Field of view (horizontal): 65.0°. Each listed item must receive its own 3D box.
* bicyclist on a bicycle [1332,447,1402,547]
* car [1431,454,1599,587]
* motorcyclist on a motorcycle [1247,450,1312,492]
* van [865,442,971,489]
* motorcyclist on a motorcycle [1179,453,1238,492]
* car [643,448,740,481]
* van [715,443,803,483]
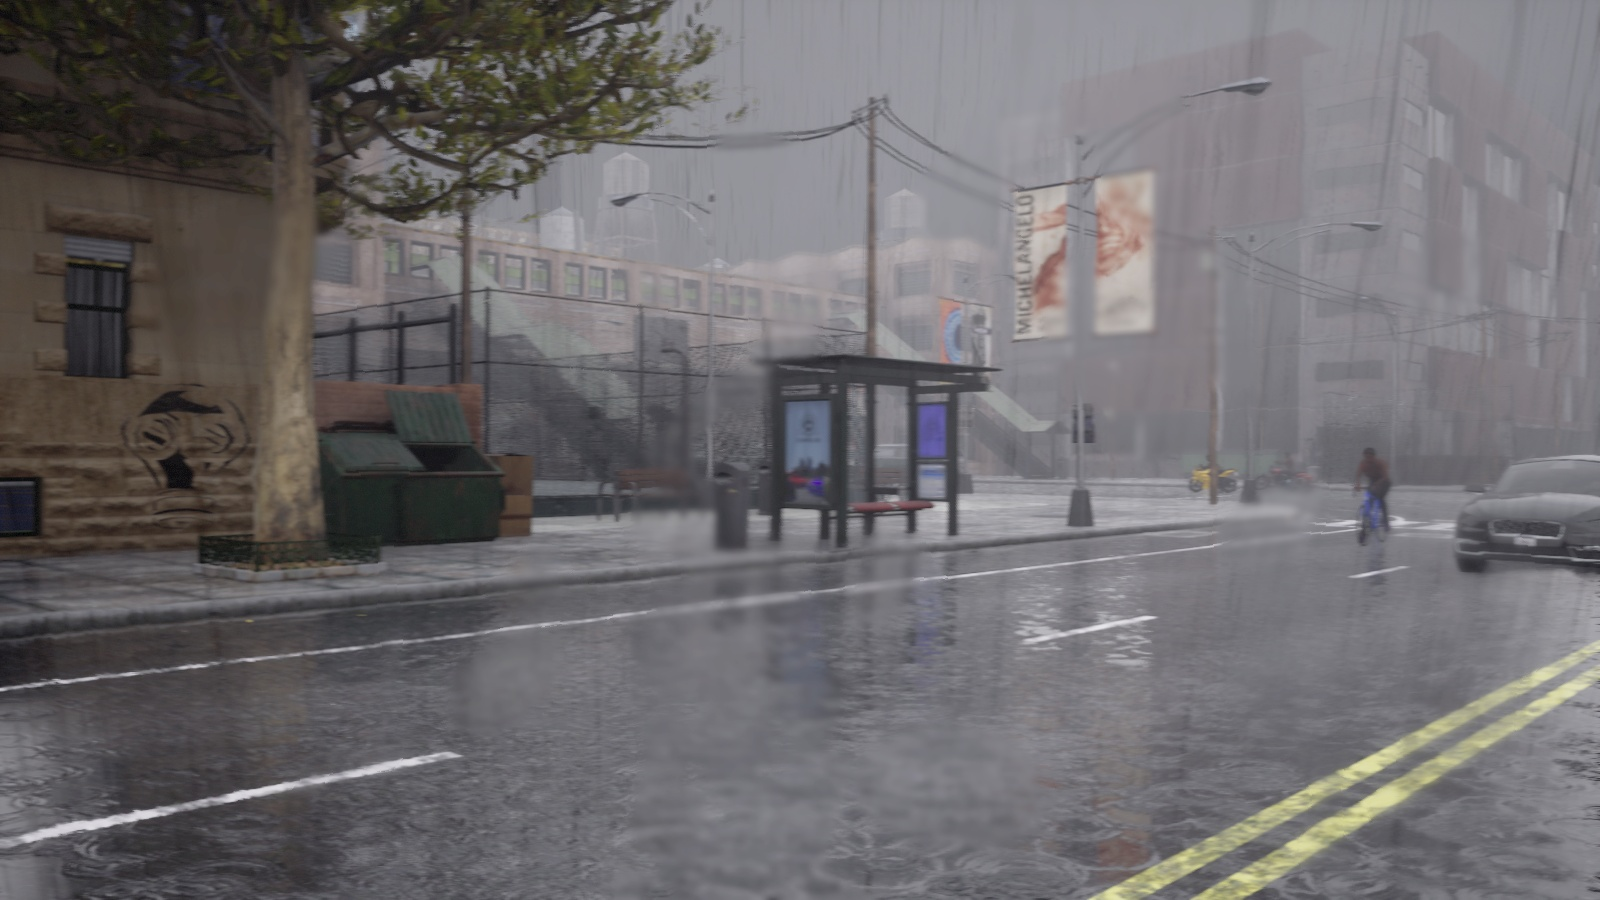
[{"bbox_3d":[9.548,0.760,21.107,0.582,1.620,1.656,0,0,42],"label":"bicyclist on a bicycle"},{"bbox_3d":[9.981,0.797,16.398,1.837,1.490,4.892,0,0,42],"label":"car"},{"bbox_3d":[19.427,0.847,50.878,2.350,1.649,0.766,0,0,43],"label":"motorcyclist on a motorcycle"},{"bbox_3d":[5.125,0.666,54.801,4.442,1.987,1.775,0,0,43],"label":"van"},{"bbox_3d":[16.015,0.875,49.275,2.044,1.523,0.797,0,0,43],"label":"motorcyclist on a motorcycle"},{"bbox_3d":[-5.636,0.726,64.683,5.027,1.651,2.152,0,0,43],"label":"car"},{"bbox_3d":[-2.188,0.677,66.277,4.480,2.038,2.069,0,0,43],"label":"van"}]
